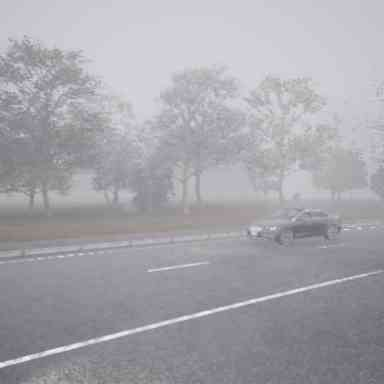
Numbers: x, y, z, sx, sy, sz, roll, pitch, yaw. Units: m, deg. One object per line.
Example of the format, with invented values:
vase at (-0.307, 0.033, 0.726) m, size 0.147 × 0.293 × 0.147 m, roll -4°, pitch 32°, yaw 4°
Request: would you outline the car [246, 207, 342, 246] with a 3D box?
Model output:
car at (4.702, 1.465, 15.103) m, size 4.902 × 1.511 × 2.128 m, roll 0°, pitch 0°, yaw -30°
